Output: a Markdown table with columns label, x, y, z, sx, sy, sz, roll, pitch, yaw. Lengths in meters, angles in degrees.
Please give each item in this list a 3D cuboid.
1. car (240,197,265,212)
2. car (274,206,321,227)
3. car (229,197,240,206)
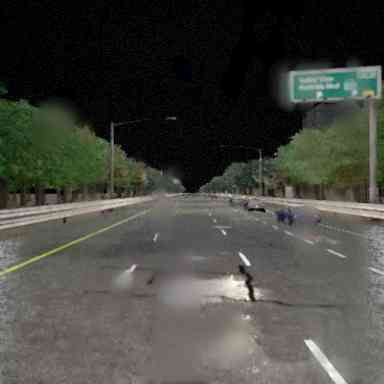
| label | x | y | z | sx | sy | sz | roll | pitch | yaw |
| --- | --- | --- | --- | --- | --- | --- | --- | --- | --- |
| car | 7.043 | 1.553 | 38.031 | 1.994 | 1.385 | 4.181 | 0 | 0 | 0 |
| car | 7.022 | 1.593 | 22.681 | 1.895 | 1.301 | 4.718 | 0 | 0 | 0 |
| car | 7.062 | 1.481 | 53.799 | 2.128 | 1.511 | 4.902 | 0 | 0 | 0 |
